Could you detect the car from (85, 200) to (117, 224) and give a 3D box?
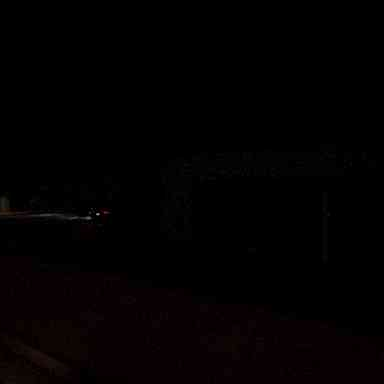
[{"bbox_3d":[-5.547,1.576,25.348,1.994,1.385,4.181,0,0,36],"label":"car"}]

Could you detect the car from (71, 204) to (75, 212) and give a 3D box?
[{"bbox_3d":[-10.738,1.488,36.230,2.128,1.511,4.902,0,0,36],"label":"car"}]

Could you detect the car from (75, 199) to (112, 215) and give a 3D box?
[{"bbox_3d":[-8.641,1.475,33.158,1.882,1.535,5.008,0,0,36],"label":"car"}]
